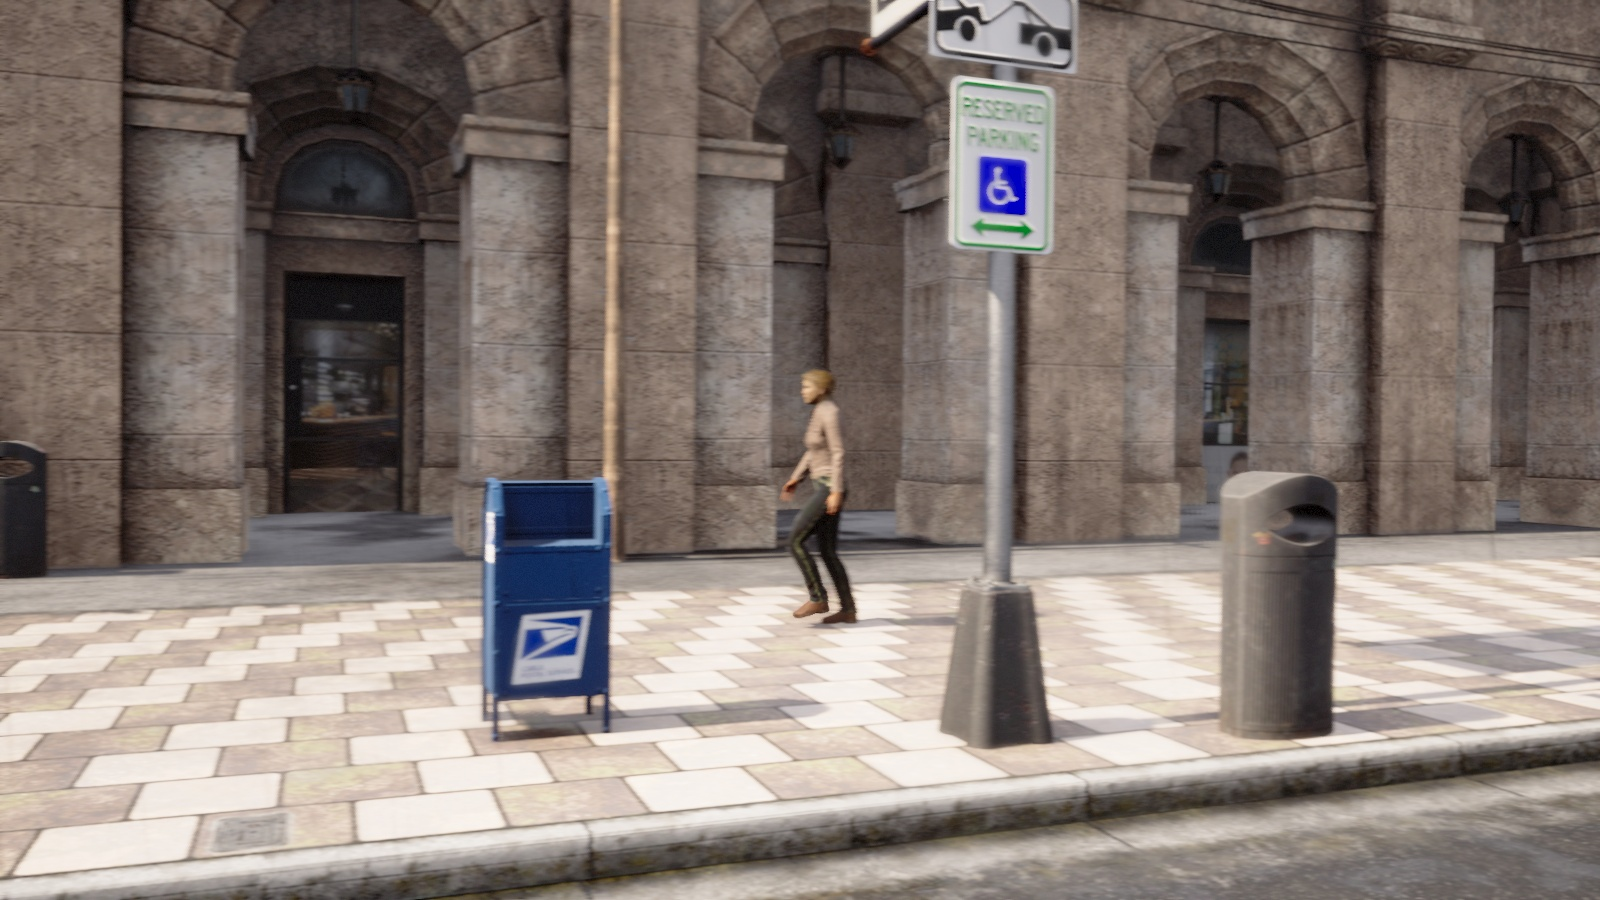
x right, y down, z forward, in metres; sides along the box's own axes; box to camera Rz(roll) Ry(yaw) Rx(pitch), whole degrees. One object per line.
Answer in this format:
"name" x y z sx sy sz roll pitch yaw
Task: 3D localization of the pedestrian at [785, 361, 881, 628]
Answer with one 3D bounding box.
"pedestrian" 0.231 0.308 8.872 0.634 1.846 0.331 -1 1 -3
